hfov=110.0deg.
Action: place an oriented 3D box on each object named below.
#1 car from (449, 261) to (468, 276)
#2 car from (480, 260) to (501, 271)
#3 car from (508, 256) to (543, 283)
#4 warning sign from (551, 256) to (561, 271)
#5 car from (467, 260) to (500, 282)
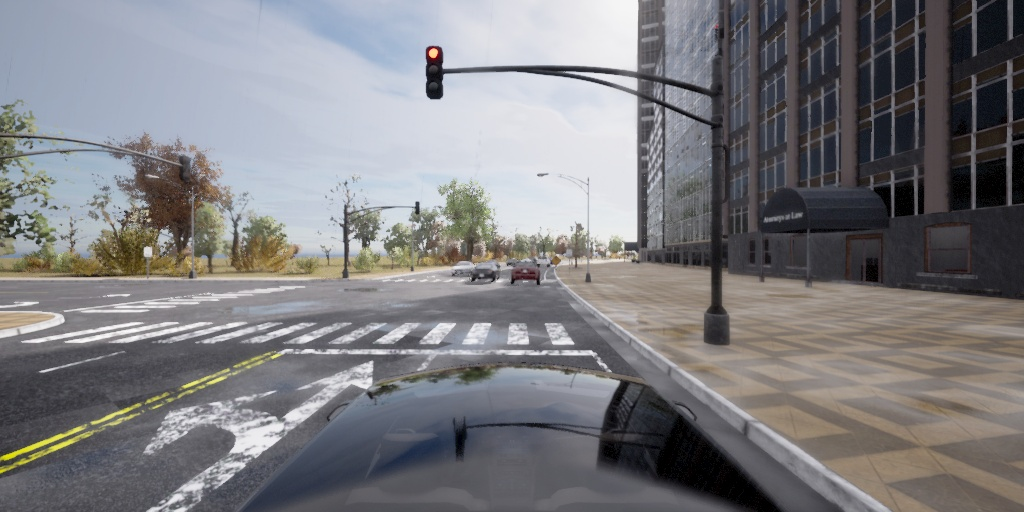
[{"bbox_3d":[-4.853,1.274,36.508,1.812,1.442,4.674,0,0,6],"label":"car"},{"bbox_3d":[-3.024,1.298,52.152,2.033,1.411,5.357,0,0,8],"label":"car"},{"bbox_3d":[1.091,1.101,27.522,2.097,1.767,4.553,0,0,4],"label":"car"},{"bbox_3d":[5.412,0.868,44.026,1.300,1.860,1.060,0,0,7],"label":"warning sign"},{"bbox_3d":[-2.072,1.274,28.897,1.812,1.442,4.674,0,0,4],"label":"car"}]
